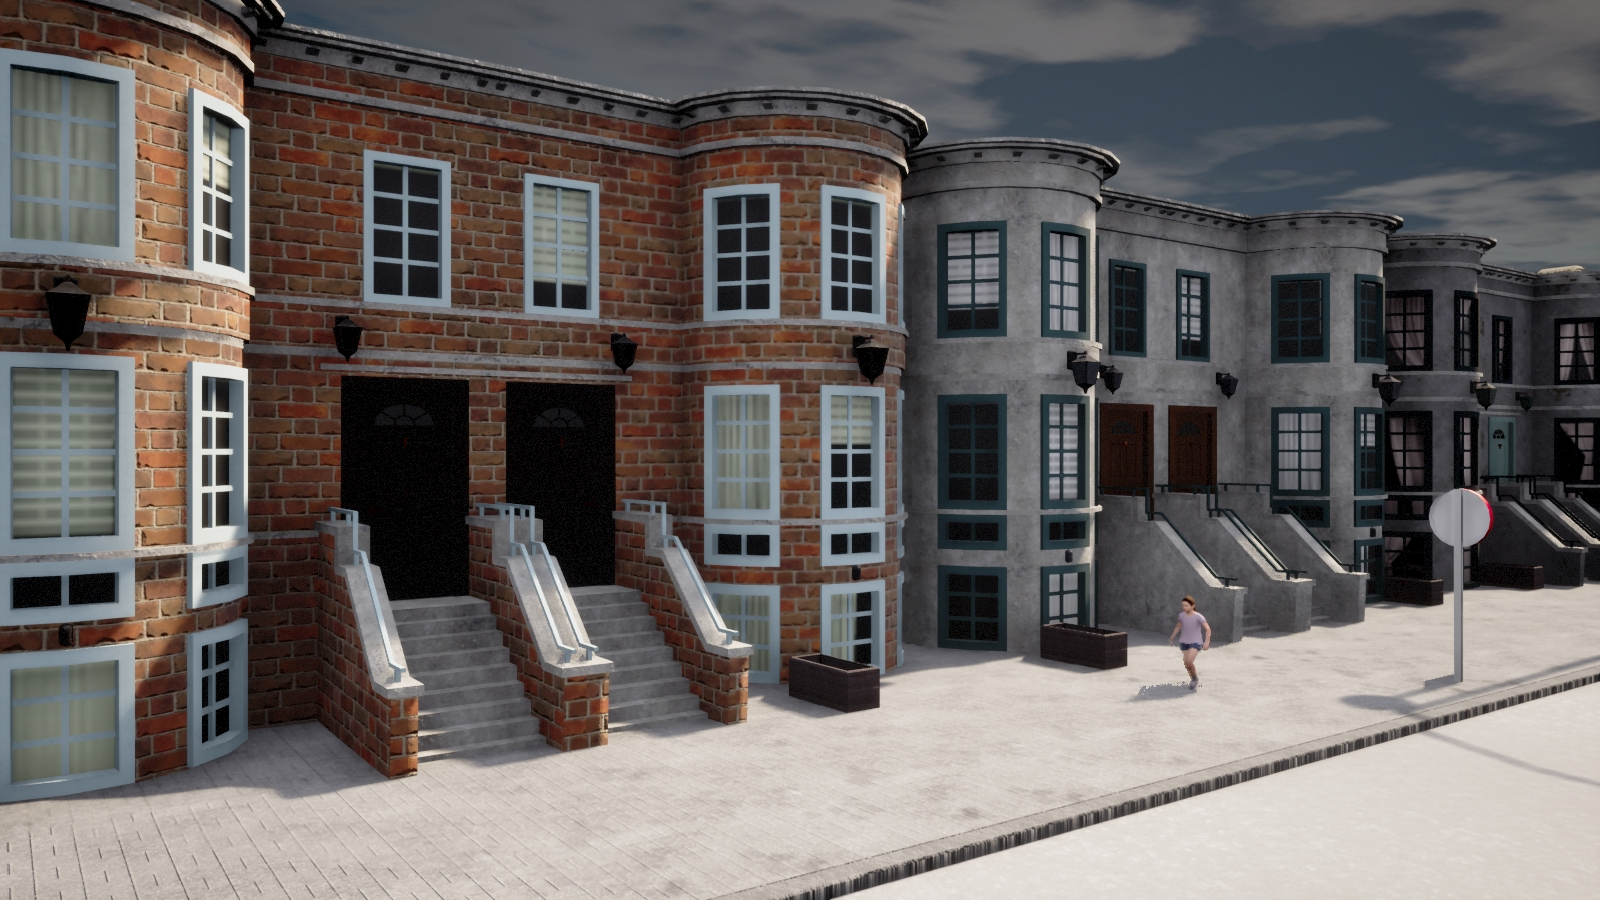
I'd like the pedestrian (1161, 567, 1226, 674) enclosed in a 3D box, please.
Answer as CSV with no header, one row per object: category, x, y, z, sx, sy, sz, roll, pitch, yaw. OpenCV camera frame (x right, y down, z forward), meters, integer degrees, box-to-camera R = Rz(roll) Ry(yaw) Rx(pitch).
pedestrian,4.436,1.904,12.875,0.500,1.100,0.500,0,0,-37
